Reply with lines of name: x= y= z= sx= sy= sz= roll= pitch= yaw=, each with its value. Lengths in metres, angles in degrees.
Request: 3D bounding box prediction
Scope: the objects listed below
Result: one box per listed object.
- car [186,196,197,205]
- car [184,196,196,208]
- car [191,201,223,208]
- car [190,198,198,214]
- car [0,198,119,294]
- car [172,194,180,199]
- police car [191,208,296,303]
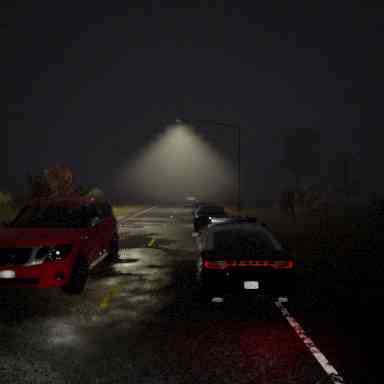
car: x=-0.147 y=1.407 z=59.117 sx=1.812 sy=1.442 sz=4.674 roll=0 pitch=0 yaw=0
car: x=-0.075 y=1.415 z=45.783 sx=2.128 sy=1.511 sz=4.902 roll=0 pitch=0 yaw=0
car: x=1.007 y=1.488 z=18.279 sx=1.837 sy=1.490 sz=4.892 roll=0 pitch=0 yaw=0
car: x=0.993 y=1.450 z=24.281 sx=1.882 sy=1.535 sz=5.008 roll=0 pitch=0 yaw=0
car: x=-3.522 y=1.215 z=9.102 sx=2.150 sy=2.045 sz=5.566 roll=0 pitch=0 yaw=0
car: x=-4.440 y=1.243 z=91.176 sx=1.837 sy=1.490 sz=4.892 roll=0 pitch=0 yaw=-2
police car: x=1.031 y=1.419 z=8.388 sx=1.930 sy=1.638 sz=5.238 roll=0 pitch=0 yaw=0
